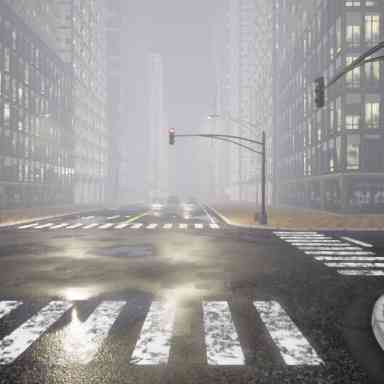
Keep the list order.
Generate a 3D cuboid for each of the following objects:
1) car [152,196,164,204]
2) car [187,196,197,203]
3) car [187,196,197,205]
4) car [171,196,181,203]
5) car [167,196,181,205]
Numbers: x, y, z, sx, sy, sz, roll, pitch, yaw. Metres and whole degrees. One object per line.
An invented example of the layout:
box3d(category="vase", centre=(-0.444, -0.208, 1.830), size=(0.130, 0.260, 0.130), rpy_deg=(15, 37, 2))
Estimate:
box3d(category="car", centre=(-6.536, 1.608, 64.345), size=(2.128, 1.511, 4.902), rpy_deg=(0, 0, 0))
box3d(category="car", centre=(-0.039, 1.541, 70.598), size=(1.994, 1.385, 4.181), rpy_deg=(0, 0, 0))
box3d(category="car", centre=(-0.034, 1.703, 60.626), size=(1.895, 1.301, 4.718), rpy_deg=(0, 0, 0))
box3d(category="car", centre=(-3.289, 1.565, 70.209), size=(1.895, 1.301, 4.718), rpy_deg=(0, 0, 0))
box3d(category="car", centre=(-3.284, 1.453, 60.149), size=(2.097, 1.767, 4.553), rpy_deg=(0, 0, 0))
